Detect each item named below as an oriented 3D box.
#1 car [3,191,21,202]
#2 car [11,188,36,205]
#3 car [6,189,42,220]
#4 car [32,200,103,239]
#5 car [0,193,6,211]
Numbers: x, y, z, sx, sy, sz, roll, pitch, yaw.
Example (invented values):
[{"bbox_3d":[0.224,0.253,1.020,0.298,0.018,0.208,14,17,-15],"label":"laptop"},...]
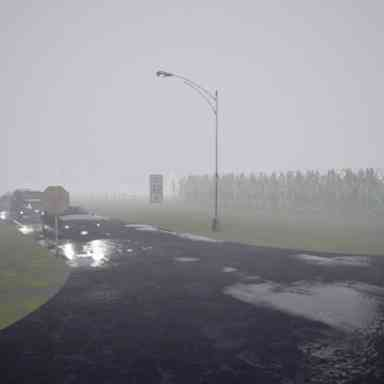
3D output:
[{"bbox_3d":[-28.874,0.665,53.170,1.882,1.535,5.008,-1,1,-36],"label":"car"},{"bbox_3d":[-22.608,0.560,44.450,2.150,2.045,5.566,-1,1,-36],"label":"car"},{"bbox_3d":[-12.112,0.896,24.804,2.150,2.045,5.566,-1,1,-35],"label":"car"},{"bbox_3d":[-6.240,1.355,16.636,2.033,1.411,5.357,-1,1,-36],"label":"car"},{"bbox_3d":[-18.127,1.060,33.192,1.812,1.442,4.674,-1,1,-36],"label":"car"}]
